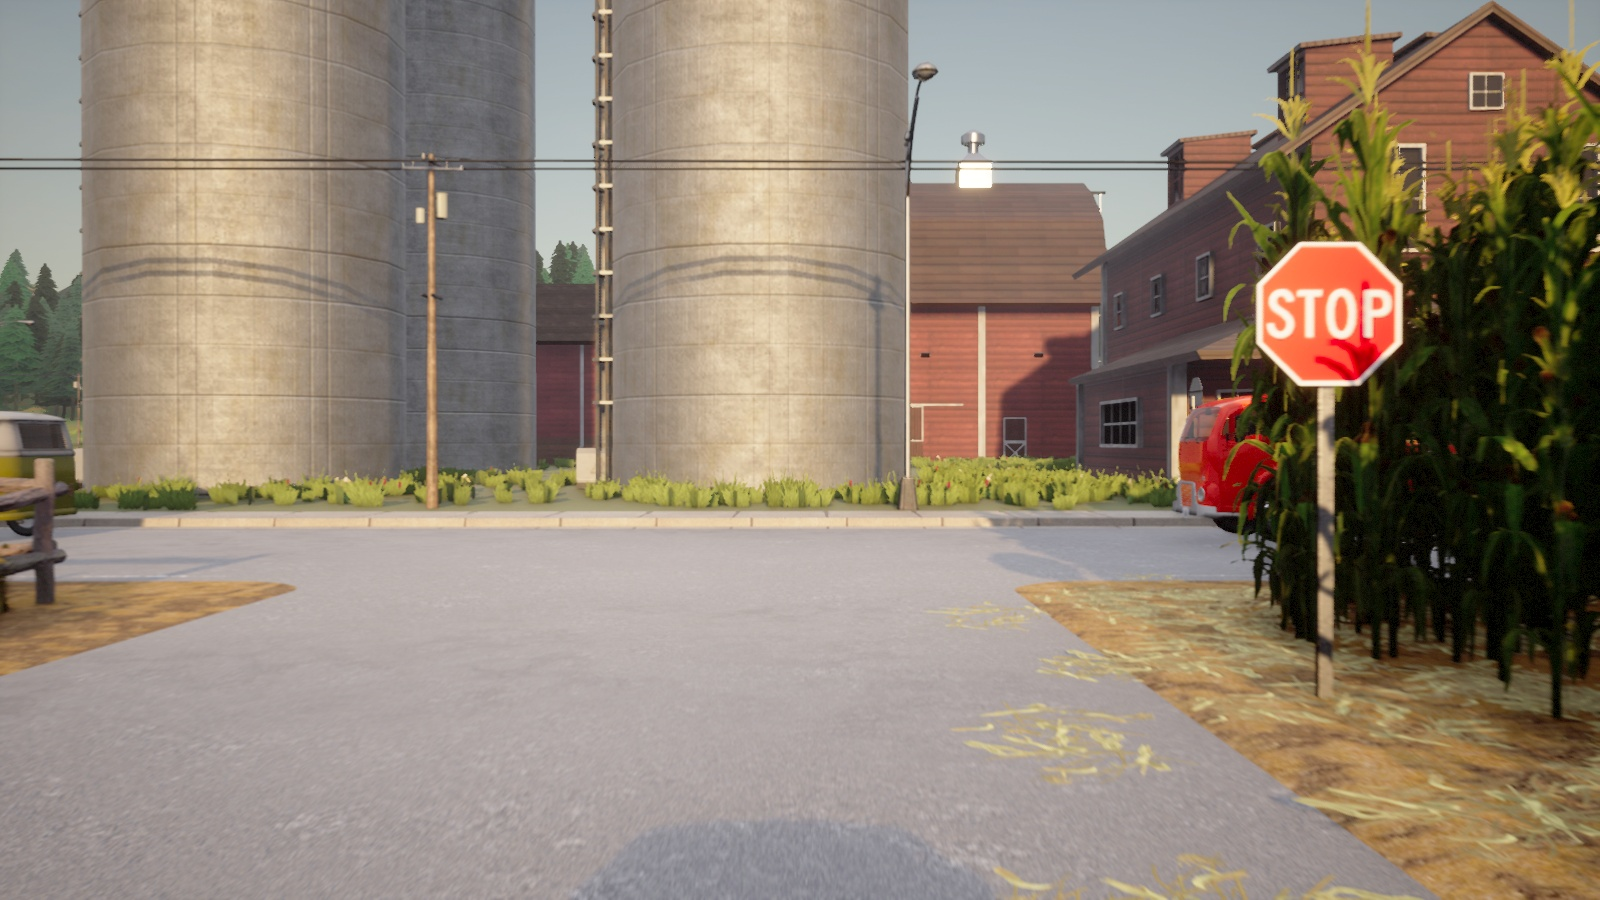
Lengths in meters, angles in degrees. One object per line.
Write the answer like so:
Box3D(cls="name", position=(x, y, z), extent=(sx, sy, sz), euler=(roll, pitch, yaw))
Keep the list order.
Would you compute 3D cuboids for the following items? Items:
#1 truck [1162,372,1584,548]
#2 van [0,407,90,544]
Box3D(cls="truck", position=(8.486, 0.136, 19.086), extent=(5.204, 2.467, 2.627), euler=(0, 0, 0))
Box3D(cls="van", position=(-13.543, 0.360, 19.131), extent=(4.442, 1.987, 1.775), euler=(0, 0, 1))
